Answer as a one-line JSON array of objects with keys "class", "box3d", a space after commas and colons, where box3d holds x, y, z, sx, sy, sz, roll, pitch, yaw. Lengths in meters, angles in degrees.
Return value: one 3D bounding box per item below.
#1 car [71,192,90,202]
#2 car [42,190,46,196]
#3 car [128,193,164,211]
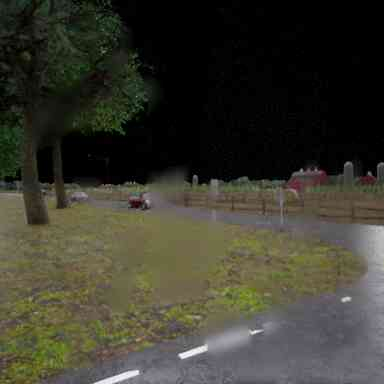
[{"class": "car", "box3d": [-16.969, 0.756, 50.543, 1.812, 1.442, 4.674, -1, 1, -36]}, {"class": "car", "box3d": [-39.194, 0.208, 86.005, 1.882, 1.535, 5.008, -1, 1, -36]}, {"class": "car", "box3d": [-4.622, 0.870, 33.293, 2.097, 1.767, 4.553, -1, 1, -36]}]
